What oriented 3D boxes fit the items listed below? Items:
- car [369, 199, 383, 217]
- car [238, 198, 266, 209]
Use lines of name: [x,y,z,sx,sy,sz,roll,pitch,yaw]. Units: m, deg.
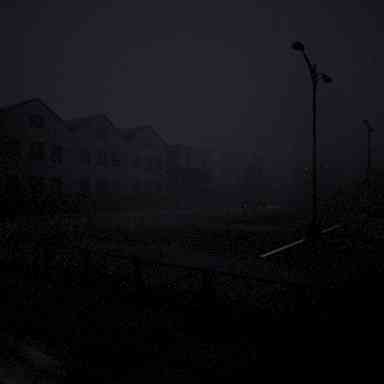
car: [15.533,1.298,26.738,2.007,1.523,4.514,0,0,35]
car: [7.759,1.409,42.208,1.895,1.301,4.718,0,0,36]
